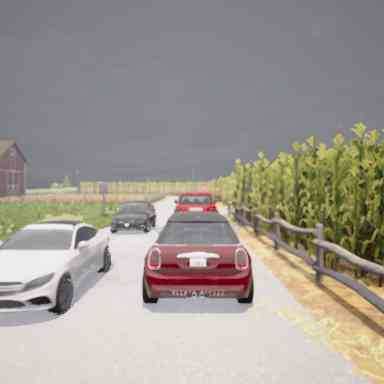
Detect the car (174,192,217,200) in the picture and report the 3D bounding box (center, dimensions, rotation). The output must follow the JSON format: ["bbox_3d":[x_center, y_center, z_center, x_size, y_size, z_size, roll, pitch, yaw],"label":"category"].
[{"bbox_3d":[0.194,0.981,17.633,2.150,2.045,5.566,0,1,0],"label":"car"}]

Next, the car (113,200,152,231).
[{"bbox_3d":[-3.019,1.258,17.984,1.837,1.490,4.892,0,1,1],"label":"car"}]

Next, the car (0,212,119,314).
[{"bbox_3d":[-3.146,1.421,7.518,1.812,1.442,4.674,0,1,0],"label":"car"}]

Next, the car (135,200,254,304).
[{"bbox_3d":[0.125,1.241,8.051,2.097,1.767,4.553,0,1,0],"label":"car"}]
